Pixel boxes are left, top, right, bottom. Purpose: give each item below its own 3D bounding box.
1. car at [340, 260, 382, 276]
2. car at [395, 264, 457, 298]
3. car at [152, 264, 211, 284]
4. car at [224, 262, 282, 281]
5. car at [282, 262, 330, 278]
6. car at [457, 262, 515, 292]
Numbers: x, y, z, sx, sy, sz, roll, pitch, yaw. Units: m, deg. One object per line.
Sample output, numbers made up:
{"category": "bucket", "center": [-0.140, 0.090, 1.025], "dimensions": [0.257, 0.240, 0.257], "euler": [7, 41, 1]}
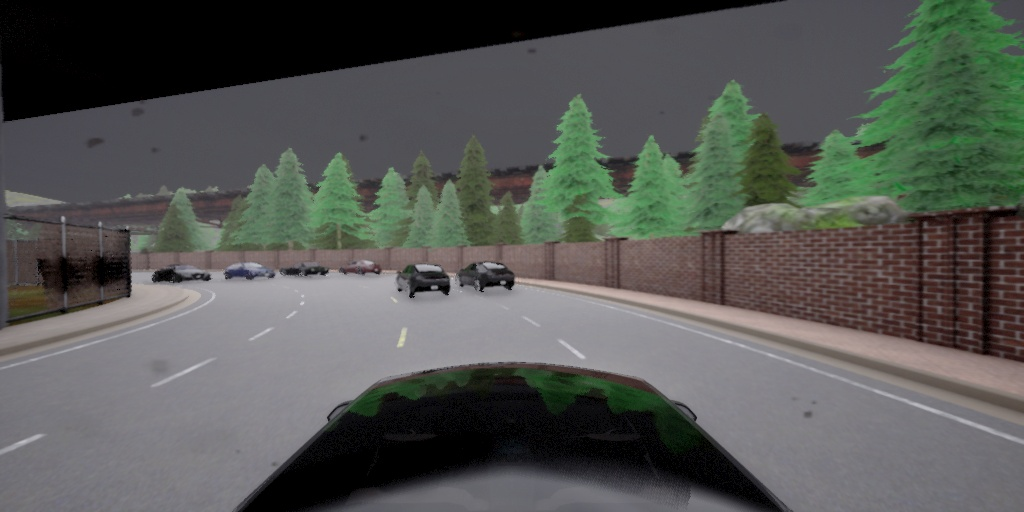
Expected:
{"category": "car", "center": [-13.881, 1.074, 32.969], "dimensions": [4.674, 1.442, 1.812], "euler": [0, 1, 35]}
{"category": "car", "center": [-4.499, 1.118, 17.770], "dimensions": [1.837, 1.490, 4.892], "euler": [0, 0, -28]}
{"category": "car", "center": [-24.612, 1.321, 26.756], "dimensions": [4.181, 1.385, 1.994], "euler": [0, 1, 21]}
{"category": "car", "center": [-21.311, 1.213, 29.096], "dimensions": [4.674, 1.442, 1.812], "euler": [0, 1, 25]}
{"category": "car", "center": [-18.467, 1.219, 31.827], "dimensions": [4.718, 1.301, 1.895], "euler": [0, 1, 29]}
{"category": "car", "center": [-1.561, 1.059, 19.530], "dimensions": [1.837, 1.490, 4.892], "euler": [-1, 0, -28]}
